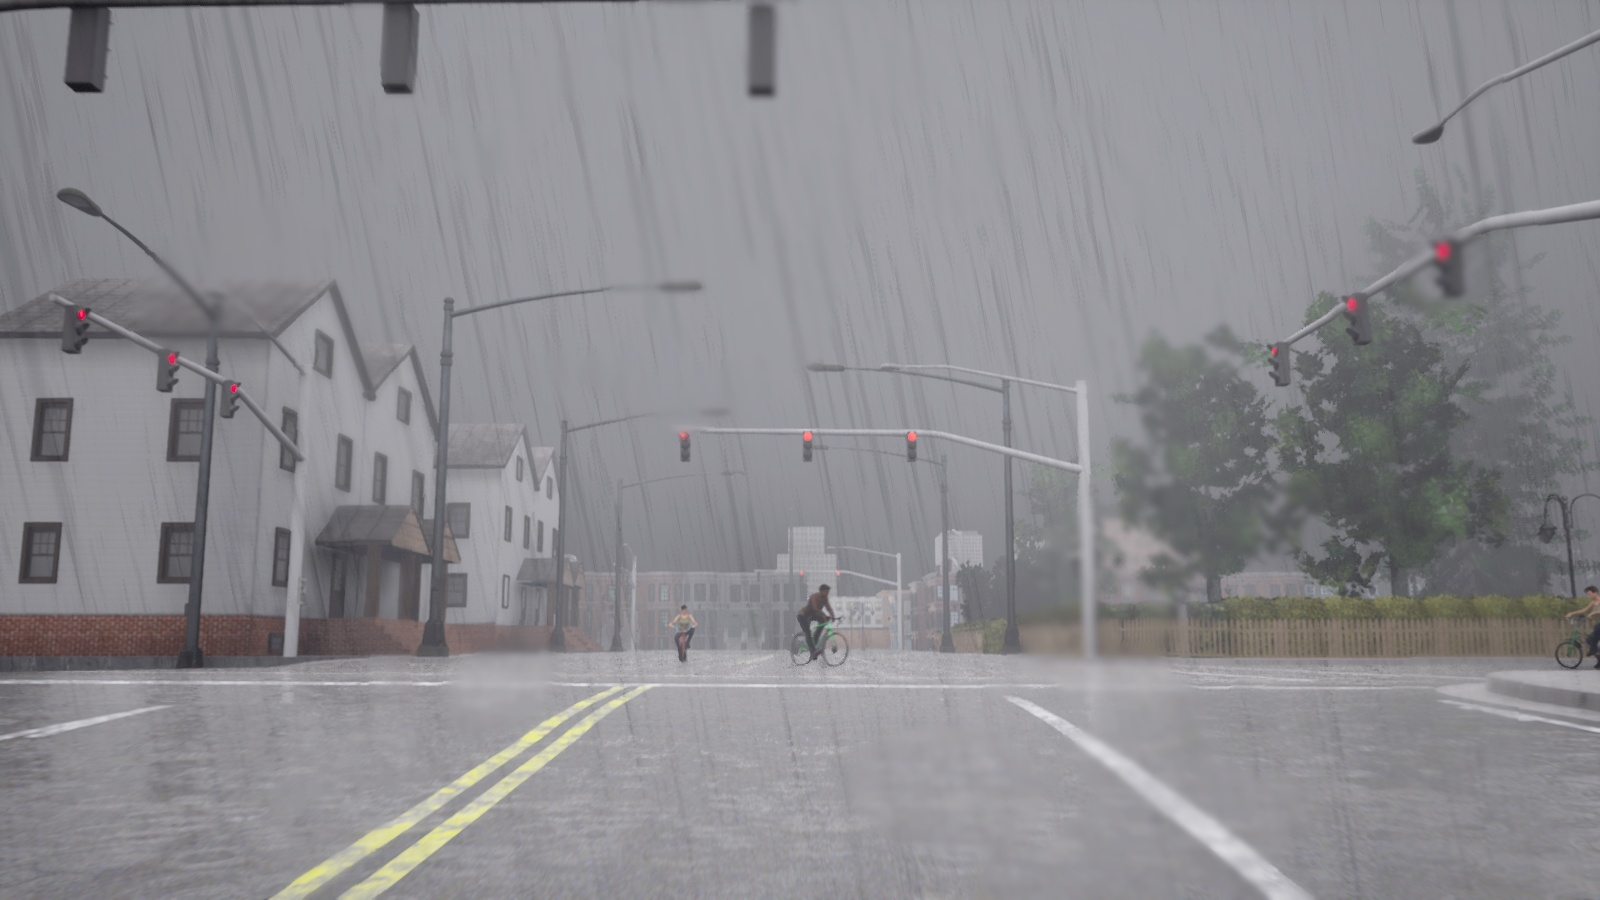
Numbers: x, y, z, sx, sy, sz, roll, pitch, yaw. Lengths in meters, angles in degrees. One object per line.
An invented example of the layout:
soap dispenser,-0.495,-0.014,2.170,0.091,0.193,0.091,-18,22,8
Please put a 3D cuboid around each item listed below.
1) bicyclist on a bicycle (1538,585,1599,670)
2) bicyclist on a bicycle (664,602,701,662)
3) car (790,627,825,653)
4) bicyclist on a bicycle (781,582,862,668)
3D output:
bicyclist on a bicycle,15.436,3.455,24.425,1.509,1.612,0.866,0,-9,1
bicyclist on a bicycle,-3.293,5.119,35.267,0.866,1.612,1.509,0,-9,0
car,0.425,11.017,72.740,1.970,1.475,3.806,0,-9,1
bicyclist on a bicycle,0.410,3.464,24.825,0.582,1.620,1.656,10,-13,-42
